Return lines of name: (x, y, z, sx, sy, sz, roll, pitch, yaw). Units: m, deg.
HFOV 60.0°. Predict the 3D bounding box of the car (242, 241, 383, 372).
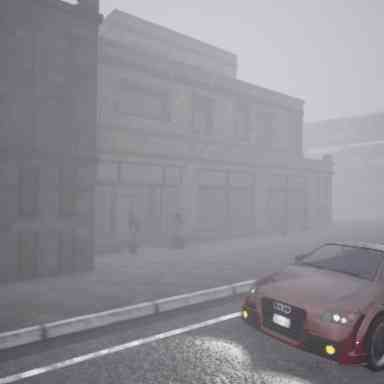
car: (2.849, 1.592, 5.740, 4.181, 1.385, 1.994, 0, 0, -36)
